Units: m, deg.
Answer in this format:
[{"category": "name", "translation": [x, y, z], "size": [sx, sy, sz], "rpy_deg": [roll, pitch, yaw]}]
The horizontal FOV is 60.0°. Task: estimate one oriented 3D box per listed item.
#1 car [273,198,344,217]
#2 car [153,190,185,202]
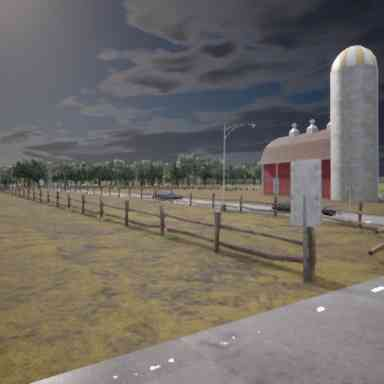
[{"category": "car", "translation": [8.844, 1.128, 25.839], "size": [2.033, 1.411, 5.357], "rpy_deg": [-1, 2, -35]}, {"category": "car", "translation": [-3.066, 0.447, 42.663], "size": [2.033, 1.411, 5.357], "rpy_deg": [-1, 2, -35]}]
